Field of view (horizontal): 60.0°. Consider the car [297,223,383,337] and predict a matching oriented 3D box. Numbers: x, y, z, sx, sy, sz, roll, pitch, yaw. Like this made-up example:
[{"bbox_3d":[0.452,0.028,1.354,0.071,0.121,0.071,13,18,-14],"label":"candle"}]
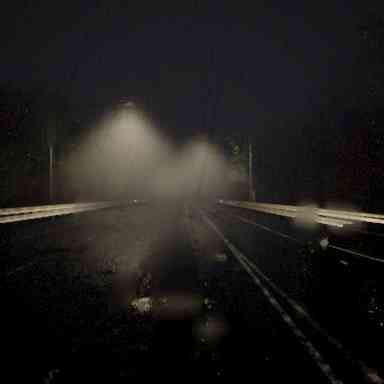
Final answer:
[{"bbox_3d":[3.897,1.428,6.995,2.097,1.767,4.553,0,0,-3],"label":"car"}]
